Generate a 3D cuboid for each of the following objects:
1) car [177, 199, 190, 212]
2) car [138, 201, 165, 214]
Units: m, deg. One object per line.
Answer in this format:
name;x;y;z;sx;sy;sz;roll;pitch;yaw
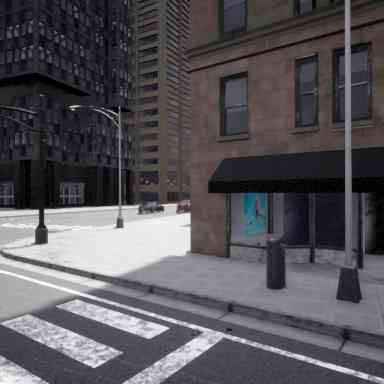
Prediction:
car;-0.284;1.759;44.204;2.097;1.767;4.553;0;-1;22
car;-4.971;1.896;41.262;1.812;1.442;4.674;0;-1;21
